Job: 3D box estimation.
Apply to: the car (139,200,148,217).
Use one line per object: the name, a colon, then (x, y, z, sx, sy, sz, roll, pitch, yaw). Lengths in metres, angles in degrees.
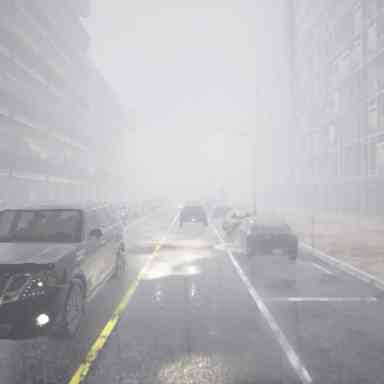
car: (-5.307, 1.593, 29.308, 1.802, 1.307, 4.206, 1, 0, 0)

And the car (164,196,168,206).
car: (-5.307, 1.462, 51.894, 1.967, 1.590, 4.097, 1, 0, 0)

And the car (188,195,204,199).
car: (0.099, 1.507, 41.944, 2.128, 1.511, 4.902, 0, 0, 0)

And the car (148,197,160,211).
car: (-5.308, 1.598, 40.601, 1.802, 1.307, 4.206, 1, 0, 0)

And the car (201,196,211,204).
car: (2.572, 1.554, 63.223, 1.752, 1.417, 4.829, 1, 0, 0)

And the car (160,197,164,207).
car: (-5.308, 1.544, 46.078, 1.752, 1.417, 4.829, 1, 0, 0)

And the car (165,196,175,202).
car: (-5.283, 1.591, 80.127, 2.008, 1.369, 4.403, 1, 0, 0)

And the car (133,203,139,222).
car: (-5.305, 1.449, 23.661, 1.967, 1.590, 4.097, 1, 0, 0)

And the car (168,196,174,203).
car: (-5.318, 1.598, 68.833, 1.947, 1.339, 4.313, 1, 0, 0)

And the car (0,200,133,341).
car: (-2.851, 1.224, 6.865, 2.150, 2.045, 5.566, 0, 0, 0)

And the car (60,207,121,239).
car: (-5.306, 1.572, 18.015, 1.947, 1.339, 4.313, 1, 0, 0)

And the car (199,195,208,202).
car: (2.572, 1.476, 74.358, 1.967, 1.590, 4.097, 1, 0, 0)

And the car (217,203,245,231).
car: (2.575, 1.532, 18.005, 1.752, 1.417, 4.829, 1, 0, 0)

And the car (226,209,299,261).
car: (2.574, 1.555, 12.182, 2.008, 1.369, 4.403, 1, 0, 0)

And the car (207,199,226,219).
car: (2.573, 1.561, 29.139, 2.008, 1.369, 4.403, 1, 0, 0)

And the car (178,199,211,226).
car: (0.098, 1.513, 23.570, 1.837, 1.490, 4.892, 0, 0, 0)

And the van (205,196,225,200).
van: (2.576, 1.354, 34.792, 1.690, 1.788, 3.998, 1, 0, 0)

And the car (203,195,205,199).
car: (2.573, 1.563, 46.096, 1.887, 1.381, 4.507, 1, 0, 0)
